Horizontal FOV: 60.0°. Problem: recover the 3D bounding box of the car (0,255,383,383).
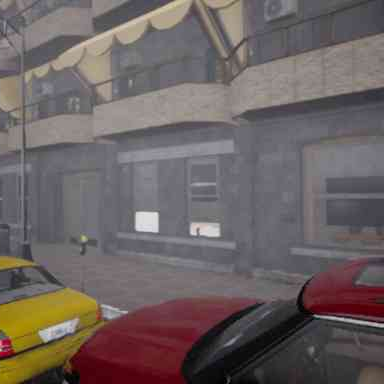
[{"bbox_3d":[1.330,1.314,1.778,5.009,1.841,2.192,-1,-1,36],"label":"car"}]
